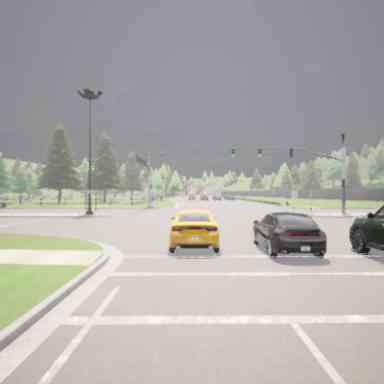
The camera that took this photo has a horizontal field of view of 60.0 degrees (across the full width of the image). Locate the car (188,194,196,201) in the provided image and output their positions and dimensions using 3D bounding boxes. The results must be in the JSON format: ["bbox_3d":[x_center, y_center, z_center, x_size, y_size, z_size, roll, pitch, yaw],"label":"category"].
[{"bbox_3d":[-0.014,1.507,88.984,2.097,1.767,4.553,0,0,0],"label":"car"}]

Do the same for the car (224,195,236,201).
[{"bbox_3d":[10.487,1.688,88.599,2.033,1.411,5.357,0,0,0],"label":"car"}]

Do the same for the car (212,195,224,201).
[{"bbox_3d":[6.986,1.676,89.015,1.812,1.442,4.674,0,0,0],"label":"car"}]

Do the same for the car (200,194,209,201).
[{"bbox_3d":[3.487,1.673,88.598,2.128,1.511,4.902,0,0,0],"label":"car"}]

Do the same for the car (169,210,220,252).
[{"bbox_3d":[0.093,1.503,14.115,1.882,1.535,5.008,0,0,0],"label":"car"}]

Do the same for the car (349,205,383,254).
[{"bbox_3d":[7.086,1.243,10.362,2.150,2.045,5.566,0,0,0],"label":"car"}]

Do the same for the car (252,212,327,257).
[{"bbox_3d":[3.592,1.530,12.931,1.837,1.490,4.892,0,0,0],"label":"car"}]
